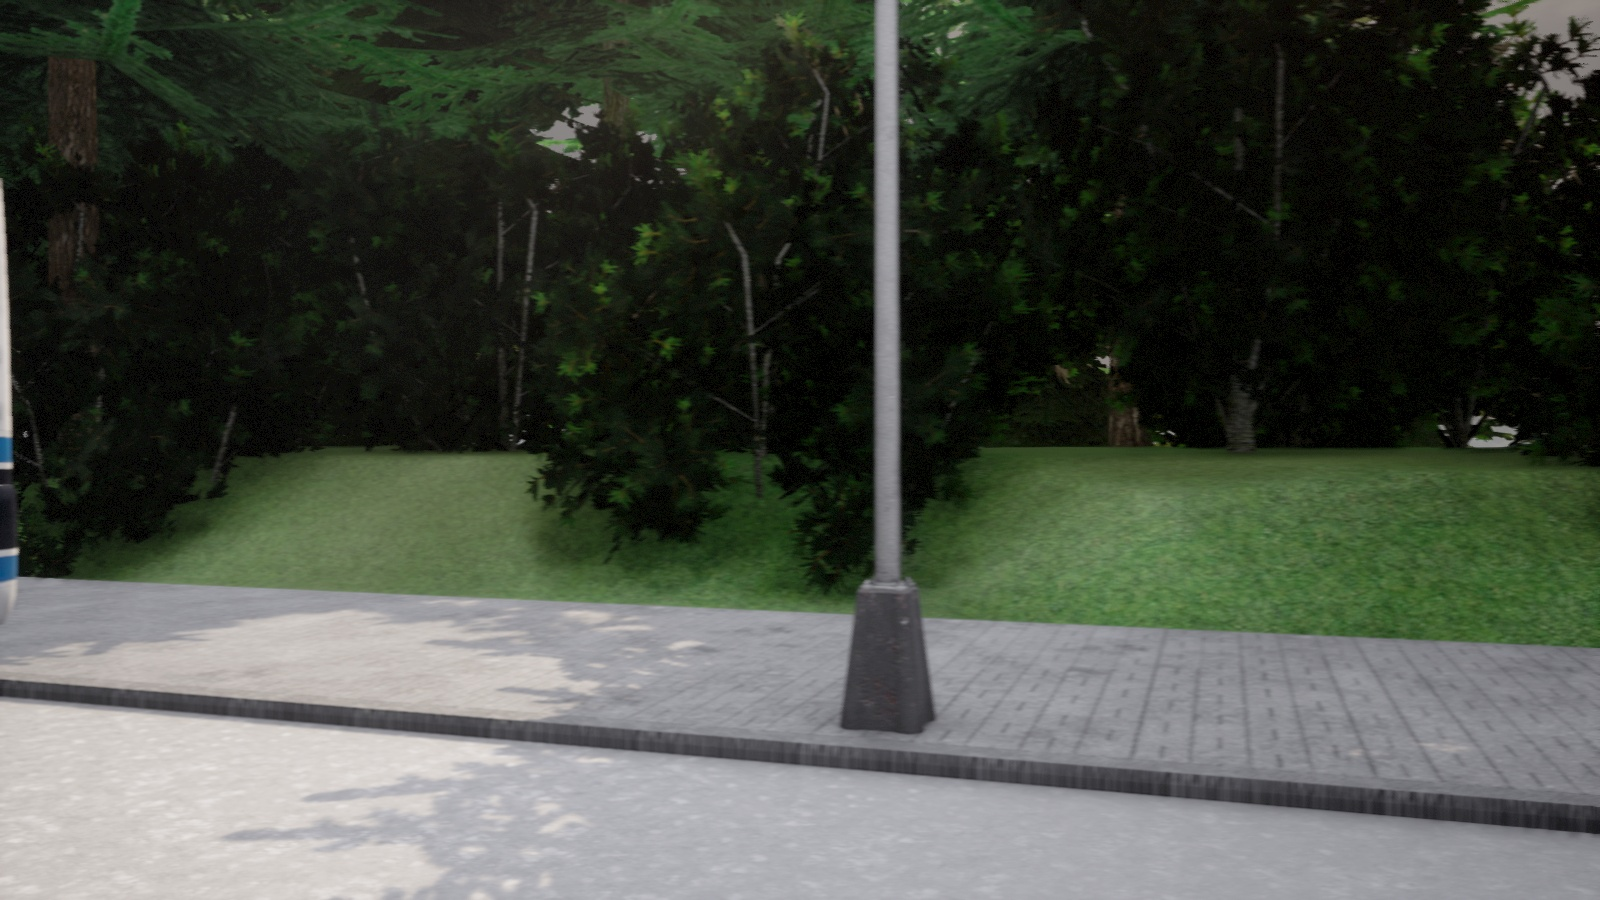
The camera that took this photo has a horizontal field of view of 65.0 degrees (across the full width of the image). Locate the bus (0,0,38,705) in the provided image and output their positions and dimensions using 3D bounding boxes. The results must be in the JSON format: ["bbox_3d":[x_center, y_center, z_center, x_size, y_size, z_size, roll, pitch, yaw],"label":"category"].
[{"bbox_3d":[-9.928,-0.699,7.040,10.273,4.253,3.944,0,1,19],"label":"bus"}]
